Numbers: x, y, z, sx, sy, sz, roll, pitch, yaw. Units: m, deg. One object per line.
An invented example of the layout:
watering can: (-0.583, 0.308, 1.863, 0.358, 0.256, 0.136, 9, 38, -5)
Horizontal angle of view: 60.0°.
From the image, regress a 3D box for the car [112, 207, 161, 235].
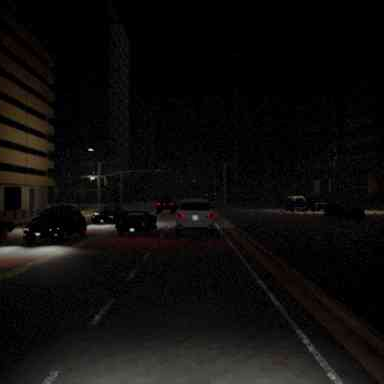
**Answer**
car: (-3.310, 1.830, 20.668, 1.895, 1.301, 4.718, 0, -1, 0)

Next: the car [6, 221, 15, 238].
car: (-10.520, 1.768, 15.816, 1.895, 1.301, 4.718, 0, -1, 0)

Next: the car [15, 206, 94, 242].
car: (-7.007, 1.695, 17.563, 1.837, 1.490, 4.892, 0, -1, 0)

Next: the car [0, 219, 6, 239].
car: (-7.063, 1.564, 8.293, 1.882, 1.535, 5.008, 0, -1, 0)

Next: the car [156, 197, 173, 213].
car: (-3.249, 1.693, 42.602, 2.150, 2.045, 5.566, 0, -1, 1)

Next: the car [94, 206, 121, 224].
car: (-6.887, 1.857, 28.171, 2.033, 1.411, 5.357, 0, -1, 1)

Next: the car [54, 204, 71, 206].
car: (-10.413, 1.762, 26.302, 1.882, 1.535, 5.008, 0, -1, 1)

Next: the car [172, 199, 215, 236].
car: (0.189, 1.451, 20.322, 2.150, 2.045, 5.566, 0, -1, 0)

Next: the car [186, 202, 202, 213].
car: (0.271, 2.068, 44.937, 1.994, 1.385, 4.181, 0, -1, 1)
